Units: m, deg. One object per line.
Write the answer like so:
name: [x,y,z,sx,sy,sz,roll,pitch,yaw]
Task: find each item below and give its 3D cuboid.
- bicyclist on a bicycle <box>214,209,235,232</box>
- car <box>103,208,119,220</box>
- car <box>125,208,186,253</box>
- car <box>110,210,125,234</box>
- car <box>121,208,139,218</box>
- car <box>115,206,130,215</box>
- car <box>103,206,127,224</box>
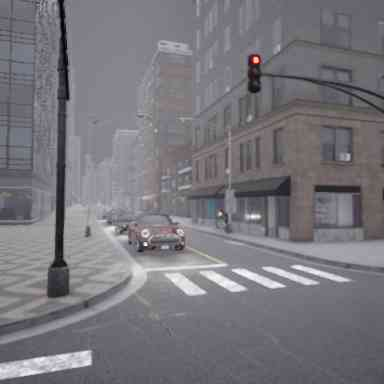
bicyclist on a bicycle: [2.306,2.057,23.800,1.656,1.620,0.582,1,-2,-18]
car: [-10.872,2.865,44.238,1.812,1.442,4.674,1,-2,-17]
car: [-1.833,1.847,16.368,2.097,1.767,4.553,1,-2,-18]
car: [-4.797,2.319,25.451,2.033,1.411,5.357,1,-2,-18]
car: [-9.353,3.072,49.776,2.033,1.411,5.357,1,-2,-18]
car: [-12.517,3.311,59.475,2.128,1.511,4.902,1,-2,-18]
car: [-7.842,2.547,34.830,2.128,1.511,4.902,1,-2,-18]
